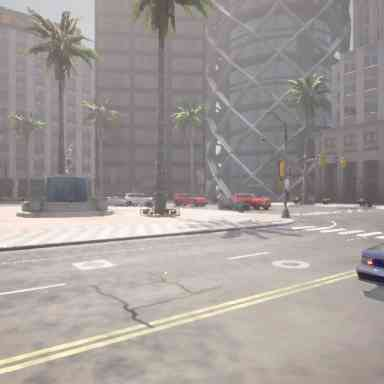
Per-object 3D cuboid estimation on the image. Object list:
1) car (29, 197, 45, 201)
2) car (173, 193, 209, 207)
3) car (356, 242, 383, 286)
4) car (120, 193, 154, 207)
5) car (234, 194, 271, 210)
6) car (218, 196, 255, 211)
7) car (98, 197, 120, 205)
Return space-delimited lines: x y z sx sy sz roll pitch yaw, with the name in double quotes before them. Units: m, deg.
"car" -27.984 1.564 61.633 4.181 1.385 1.994 0 0 -10
"car" -0.193 1.224 50.184 5.566 2.045 2.150 0 0 31
"car" 6.197 1.547 8.193 5.357 1.411 2.033 0 0 -35
"car" -7.527 1.221 50.137 5.566 2.045 2.150 0 0 19
"car" 7.629 1.221 43.192 2.150 2.045 5.566 0 0 -38
"car" 5.098 1.564 40.692 1.994 1.385 4.181 0 0 -39
"car" -12.554 1.526 54.922 4.674 1.442 1.812 0 0 9
